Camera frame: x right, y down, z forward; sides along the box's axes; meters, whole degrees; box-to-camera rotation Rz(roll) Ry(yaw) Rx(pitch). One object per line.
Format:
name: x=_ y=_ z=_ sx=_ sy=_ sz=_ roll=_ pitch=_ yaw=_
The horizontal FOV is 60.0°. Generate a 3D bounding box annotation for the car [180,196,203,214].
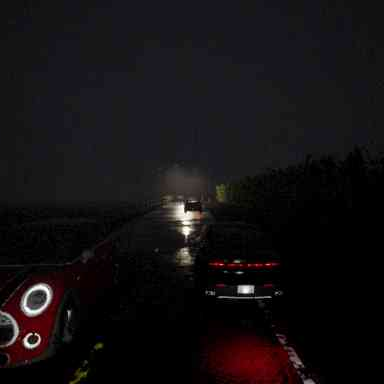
car: x=0.112 y=1.491 z=35.580 sx=2.128 sy=1.511 sz=4.902 roll=0 pitch=0 yaw=0

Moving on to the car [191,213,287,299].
car: x=0.972 y=1.505 z=8.411 sx=1.837 sy=1.490 sz=4.892 roll=0 pitch=0 yaw=0

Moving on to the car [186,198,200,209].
car: x=0.121 y=1.526 z=45.754 sx=1.812 sy=1.442 sz=4.674 roll=0 pitch=0 yaw=0

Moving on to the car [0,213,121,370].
car: x=-2.744 y=1.351 z=6.074 sx=2.097 sy=1.767 sz=4.553 roll=0 pitch=0 yaw=0

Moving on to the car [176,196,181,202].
car: x=-2.670 y=1.553 z=75.564 sx=2.033 sy=1.411 sz=5.357 roll=0 pitch=0 yaw=0
